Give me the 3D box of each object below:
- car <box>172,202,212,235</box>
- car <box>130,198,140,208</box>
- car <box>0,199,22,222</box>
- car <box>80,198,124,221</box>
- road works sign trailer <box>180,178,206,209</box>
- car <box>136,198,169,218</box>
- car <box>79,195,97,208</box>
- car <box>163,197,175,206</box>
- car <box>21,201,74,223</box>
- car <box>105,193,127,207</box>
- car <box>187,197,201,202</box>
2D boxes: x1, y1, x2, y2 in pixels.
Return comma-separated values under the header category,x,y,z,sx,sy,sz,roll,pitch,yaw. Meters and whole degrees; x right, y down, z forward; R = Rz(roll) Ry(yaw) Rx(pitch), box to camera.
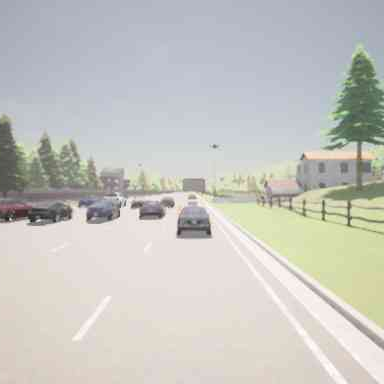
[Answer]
category,x,y,z,sx,sy,sz,roll,pitch,yaw
car,0.100,1.491,18.539,2.033,1.411,5.357,0,0,0
car,-6.899,1.466,44.520,1.895,1.301,4.718,0,0,0
car,-13.898,1.274,25.326,2.097,1.767,4.553,0,0,0
car,-6.912,1.446,26.162,1.812,1.442,4.674,0,0,0
road works sign trailer,0.203,0.359,34.778,2.380,3.560,2.880,0,0,-3
car,-3.399,1.476,29.229,1.994,1.385,4.181,0,0,0
car,-13.898,1.213,45.720,2.097,1.767,4.553,0,0,0
car,-3.410,1.383,47.190,1.812,1.442,4.674,0,0,0
car,-10.397,1.431,24.845,1.837,1.490,4.892,0,1,0
car,-10.398,1.086,45.380,2.150,2.045,5.566,0,0,0
car,0.204,1.446,31.159,1.812,1.442,4.674,0,-1,5
